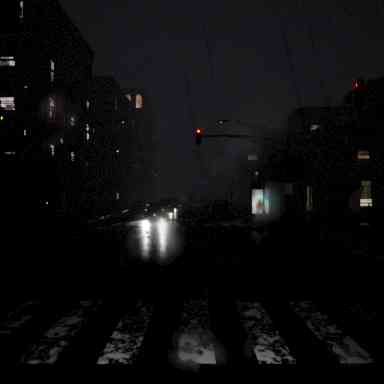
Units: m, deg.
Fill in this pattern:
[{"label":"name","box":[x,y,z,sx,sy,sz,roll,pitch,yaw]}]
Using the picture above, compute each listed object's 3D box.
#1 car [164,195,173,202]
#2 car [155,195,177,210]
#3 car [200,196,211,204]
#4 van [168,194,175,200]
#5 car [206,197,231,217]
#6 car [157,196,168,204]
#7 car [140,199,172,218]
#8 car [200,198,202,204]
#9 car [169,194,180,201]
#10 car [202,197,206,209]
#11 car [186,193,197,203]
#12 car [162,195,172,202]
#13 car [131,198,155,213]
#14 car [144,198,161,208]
[{"label":"car","box":[-5.836,1.592,82.925,1.752,1.417,4.829,-1,0,0]},{"label":"car","box":[-3.164,1.489,39.563,1.882,1.535,5.008,0,0,0]},{"label":"car","box":[2.573,1.591,66.033,2.008,1.369,4.403,-1,0,0]},{"label":"van","box":[-5.858,1.430,94.489,1.690,1.788,3.998,-1,0,0]},{"label":"car","box":[2.630,1.446,31.852,1.967,1.590,4.097,0,0,0]},{"label":"car","box":[-5.807,1.565,65.836,1.752,1.417,4.829,0,0,0]},{"label":"car","box":[-3.149,1.605,30.134,1.895,1.301,4.718,0,0,0]},{"label":"car","box":[2.602,1.571,48.943,2.008,1.369,4.403,0,0,0]},{"label":"car","box":[-3.176,1.526,49.970,1.837,1.490,4.892,0,0,0]},{"label":"car","box":[2.612,1.597,43.246,1.802,1.307,4.206,0,0,0]},{"label":"car","box":[-0.029,1.269,70.661,2.150,2.045,5.566,0,0,0]},{"label":"car","box":[-5.828,1.497,77.398,1.967,1.590,4.097,0,0,0]},{"label":"car","box":[-5.759,1.561,37.523,2.008,1.369,4.403,0,0,0]},{"label":"car","box":[-5.778,1.571,48.916,2.008,1.369,4.403,0,0,0]}]
